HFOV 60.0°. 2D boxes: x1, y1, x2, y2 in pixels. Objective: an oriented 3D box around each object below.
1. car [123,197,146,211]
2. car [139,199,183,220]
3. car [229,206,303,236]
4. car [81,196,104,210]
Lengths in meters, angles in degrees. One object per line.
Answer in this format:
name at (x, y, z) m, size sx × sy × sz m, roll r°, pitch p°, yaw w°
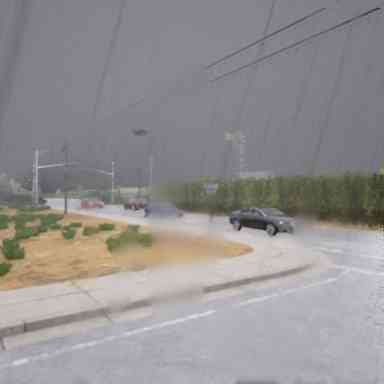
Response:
car at (-7.132, 1.464, 42.355) m, size 2.097 × 1.767 × 4.553 m, roll 0°, pitch 0°, yaw -34°
car at (-2.603, 1.618, 29.268) m, size 1.812 × 1.442 × 4.674 m, roll 0°, pitch 0°, yaw -35°
car at (4.140, 1.581, 19.241) m, size 2.128 × 1.511 × 4.902 m, roll 0°, pitch 0°, yaw -31°
car at (-13.610, 1.444, 45.487) m, size 2.097 × 1.767 × 4.553 m, roll 0°, pitch 0°, yaw -33°
